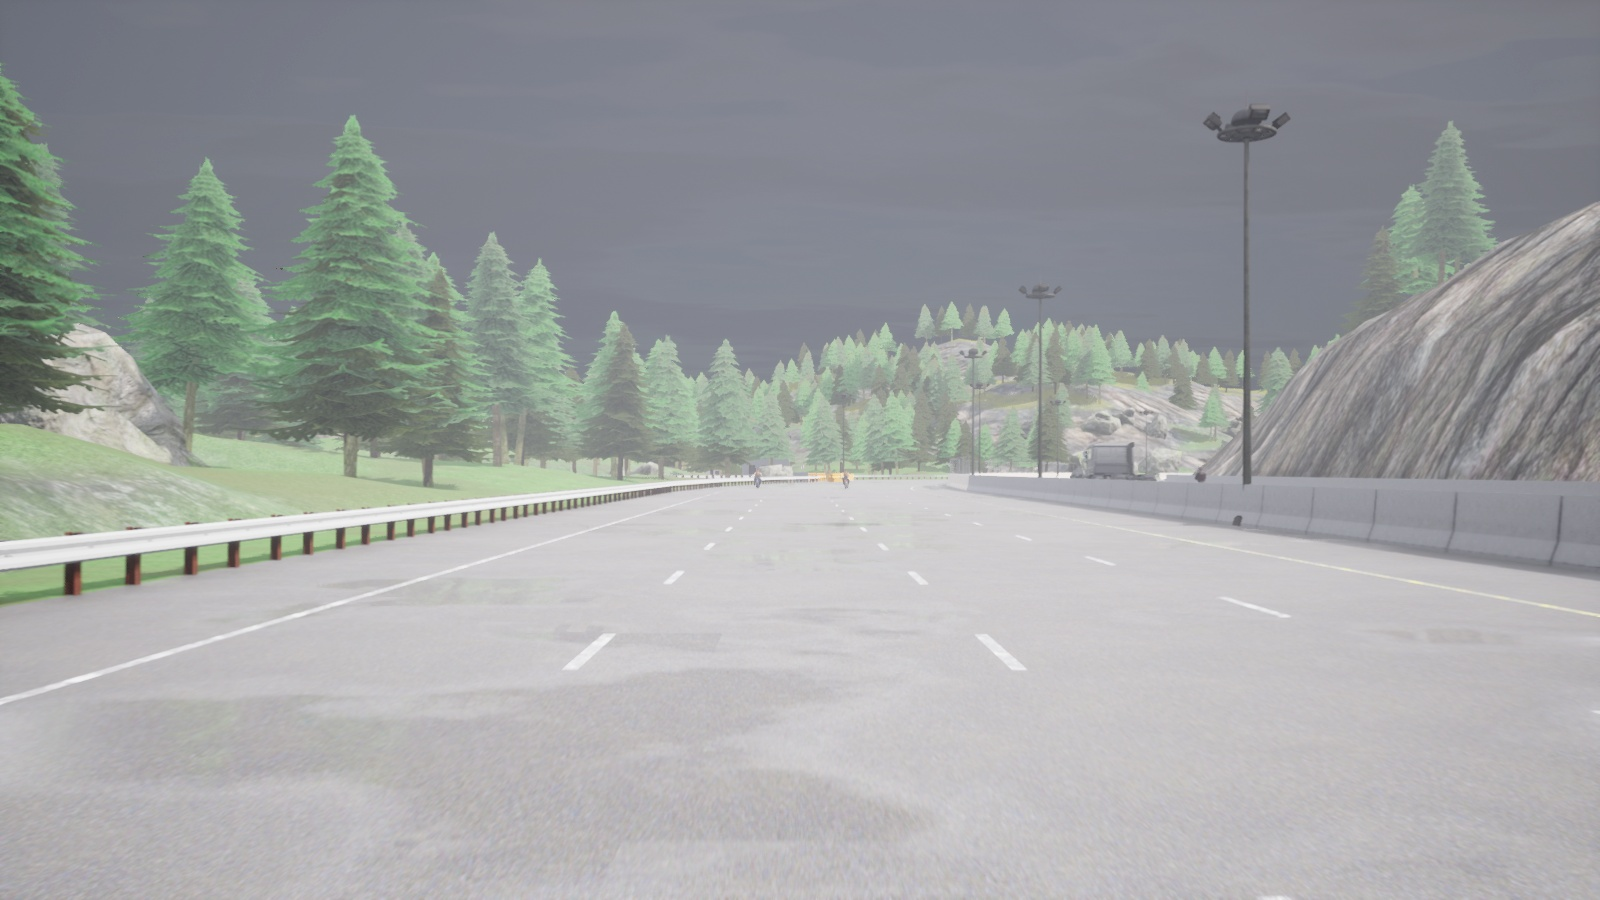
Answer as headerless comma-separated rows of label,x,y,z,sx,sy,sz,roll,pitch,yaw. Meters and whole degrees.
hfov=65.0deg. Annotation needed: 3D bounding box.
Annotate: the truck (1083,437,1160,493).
truck,20.799,0.997,81.685,2.891,3.462,7.936,0,-1,0
